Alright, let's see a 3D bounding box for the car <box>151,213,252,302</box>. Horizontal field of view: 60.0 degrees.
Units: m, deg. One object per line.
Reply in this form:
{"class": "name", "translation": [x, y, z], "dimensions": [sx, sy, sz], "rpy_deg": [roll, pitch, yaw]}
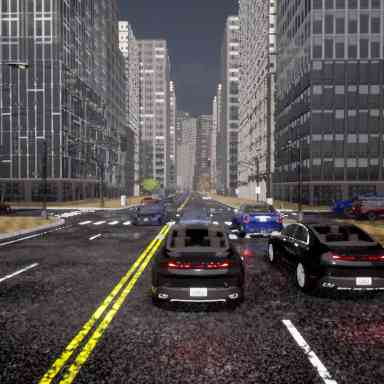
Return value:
{"class": "car", "translation": [0.120, 1.501, 8.230], "dimensions": [1.837, 1.490, 4.892], "rpy_deg": [0, 0, 0]}

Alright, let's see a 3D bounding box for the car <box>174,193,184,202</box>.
{"class": "car", "translation": [-3.039, 1.154, 77.873], "dimensions": [2.150, 2.045, 5.566], "rpy_deg": [0, 0, 0]}

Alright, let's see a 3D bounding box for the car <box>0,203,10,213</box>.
{"class": "car", "translation": [-20.028, 1.315, 31.783], "dimensions": [5.008, 1.535, 1.882], "rpy_deg": [1, 1, 1]}

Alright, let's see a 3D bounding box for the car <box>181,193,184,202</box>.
{"class": "car", "translation": [-3.091, 1.469, 67.421], "dimensions": [1.812, 1.442, 4.674], "rpy_deg": [0, 0, 1]}

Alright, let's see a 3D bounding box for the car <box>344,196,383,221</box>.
{"class": "car", "translation": [16.278, 1.519, 28.496], "dimensions": [5.009, 1.841, 2.192], "rpy_deg": [1, 0, 1]}

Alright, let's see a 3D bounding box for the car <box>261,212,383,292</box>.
{"class": "car", "translation": [3.374, 1.500, 8.936], "dimensions": [1.837, 1.490, 4.892], "rpy_deg": [0, 0, 0]}

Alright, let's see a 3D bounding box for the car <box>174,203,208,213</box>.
{"class": "car", "translation": [0.148, 1.538, 17.785], "dimensions": [2.033, 1.411, 5.357], "rpy_deg": [0, 0, 0]}

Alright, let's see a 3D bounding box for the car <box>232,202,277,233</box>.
{"class": "car", "translation": [3.397, 1.342, 18.019], "dimensions": [2.097, 1.767, 4.553], "rpy_deg": [0, 0, 0]}

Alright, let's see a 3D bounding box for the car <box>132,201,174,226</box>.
{"class": "car", "translation": [-2.704, 1.557, 22.730], "dimensions": [1.994, 1.385, 4.181], "rpy_deg": [0, 0, 5]}

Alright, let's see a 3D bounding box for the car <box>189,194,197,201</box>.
{"class": "car", "translation": [0.218, 1.450, 80.171], "dimensions": [1.812, 1.442, 4.674], "rpy_deg": [0, 0, 0]}

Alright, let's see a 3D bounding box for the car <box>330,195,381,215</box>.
{"class": "car", "translation": [17.298, 1.341, 34.255], "dimensions": [5.566, 2.045, 2.150], "rpy_deg": [1, 1, 2]}

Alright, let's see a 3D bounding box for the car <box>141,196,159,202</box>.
{"class": "car", "translation": [-6.455, 1.491, 49.034], "dimensions": [1.812, 1.442, 4.674], "rpy_deg": [0, 0, 2]}

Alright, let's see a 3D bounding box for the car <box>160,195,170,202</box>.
{"class": "car", "translation": [-6.289, 1.453, 77.913], "dimensions": [1.812, 1.442, 4.674], "rpy_deg": [0, 0, 0]}

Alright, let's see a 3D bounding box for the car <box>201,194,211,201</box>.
{"class": "car", "translation": [3.470, 1.520, 80.874], "dimensions": [1.895, 1.301, 4.718], "rpy_deg": [0, 0, 0]}

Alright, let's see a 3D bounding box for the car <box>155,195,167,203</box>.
{"class": "car", "translation": [-6.335, 1.420, 67.643], "dimensions": [1.882, 1.535, 5.008], "rpy_deg": [0, 0, 0]}

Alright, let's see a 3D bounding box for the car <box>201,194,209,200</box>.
{"class": "car", "translation": [3.496, 1.408, 90.808], "dimensions": [1.837, 1.490, 4.892], "rpy_deg": [0, 0, 0]}

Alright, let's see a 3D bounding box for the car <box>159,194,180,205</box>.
{"class": "car", "translation": [-3.210, 1.471, 48.261], "dimensions": [1.837, 1.490, 4.892], "rpy_deg": [0, 0, 0]}

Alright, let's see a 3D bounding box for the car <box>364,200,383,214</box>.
{"class": "car", "translation": [21.909, 1.643, 36.767], "dimensions": [4.829, 1.417, 1.752], "rpy_deg": [1, 0, 1]}

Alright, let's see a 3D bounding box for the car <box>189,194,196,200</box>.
{"class": "car", "translation": [0.245, 1.387, 90.165], "dimensions": [1.882, 1.535, 5.008], "rpy_deg": [0, 0, 0]}

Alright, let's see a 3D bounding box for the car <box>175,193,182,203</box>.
{"class": "car", "translation": [-3.177, 1.460, 57.600], "dimensions": [1.837, 1.490, 4.892], "rpy_deg": [0, 0, 0]}
